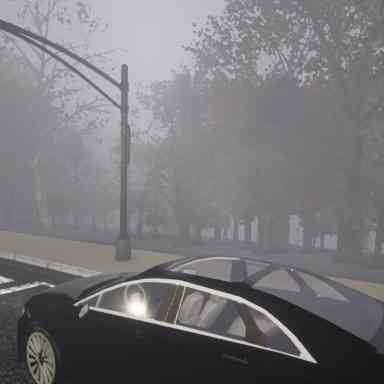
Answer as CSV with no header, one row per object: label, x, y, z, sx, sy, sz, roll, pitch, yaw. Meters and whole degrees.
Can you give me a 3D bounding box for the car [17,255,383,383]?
car,0.017,1.491,3.688,4.902,1.511,2.128,0,0,34
